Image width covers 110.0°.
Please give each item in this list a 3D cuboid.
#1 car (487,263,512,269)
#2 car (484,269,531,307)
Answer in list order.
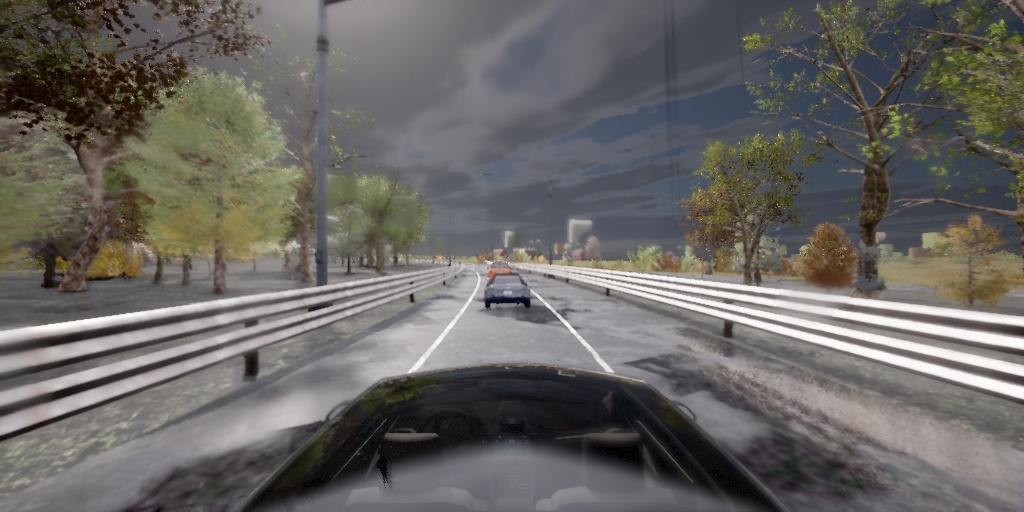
[{"bbox_3d":[-1.085,1.363,31.086,2.097,1.767,4.553,0,-1,-4],"label":"car"},{"bbox_3d":[-0.236,1.448,16.278,1.994,1.385,4.181,0,0,-2],"label":"car"}]
